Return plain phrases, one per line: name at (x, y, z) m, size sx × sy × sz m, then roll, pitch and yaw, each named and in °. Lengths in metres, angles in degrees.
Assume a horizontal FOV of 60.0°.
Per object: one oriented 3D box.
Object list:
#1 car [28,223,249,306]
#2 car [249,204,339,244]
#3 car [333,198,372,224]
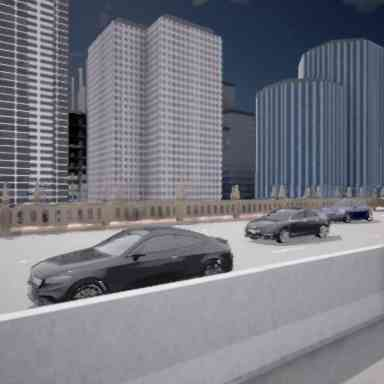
car at (-1.094, 1.528, 7.494) m, size 4.674 × 1.442 × 1.812 m, roll 0°, pitch 0°, yaw -36°
car at (4.659, 1.515, 15.908) m, size 4.892 × 1.490 × 1.837 m, roll 0°, pitch 0°, yaw -35°
car at (11.625, 1.370, 25.166) m, size 4.553 × 1.767 × 2.097 m, roll 0°, pitch 0°, yaw -35°
